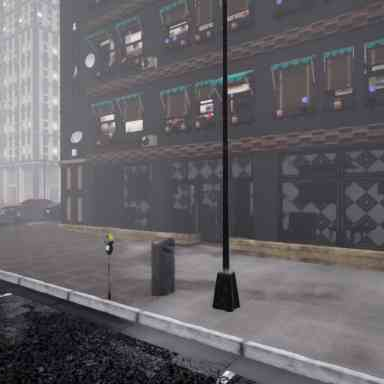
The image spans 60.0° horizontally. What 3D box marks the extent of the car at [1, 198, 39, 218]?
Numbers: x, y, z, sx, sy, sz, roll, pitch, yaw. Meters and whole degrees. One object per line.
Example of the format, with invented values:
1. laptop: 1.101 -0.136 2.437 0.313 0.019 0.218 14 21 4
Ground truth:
1. car: -12.896 1.262 27.035 1.812 1.442 4.674 0 1 35

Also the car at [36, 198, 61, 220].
1. car: -8.258 1.279 23.545 1.947 1.339 4.313 1 1 35
